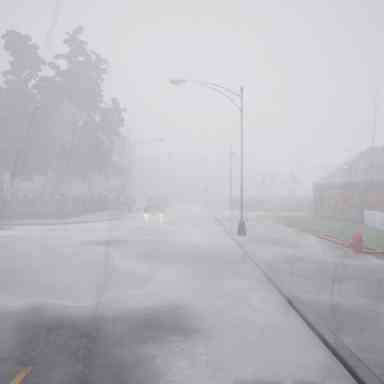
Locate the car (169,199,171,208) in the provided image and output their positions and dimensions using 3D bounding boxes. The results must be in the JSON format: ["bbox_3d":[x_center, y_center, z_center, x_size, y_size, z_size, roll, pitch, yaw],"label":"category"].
[{"bbox_3d":[-4.175,1.352,48.151,2.097,1.767,4.553,0,0,0],"label":"car"}]

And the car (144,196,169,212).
[{"bbox_3d":[-4.175,1.352,37.899,2.097,1.767,4.553,0,0,0],"label":"car"}]
